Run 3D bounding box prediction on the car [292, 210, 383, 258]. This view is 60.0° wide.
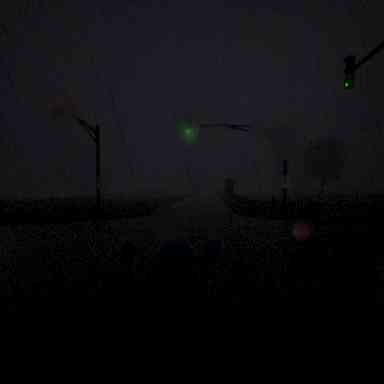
[{"bbox_3d":[5.551,1.323,11.189,4.181,1.385,1.994,-1,2,3],"label":"car"}]
